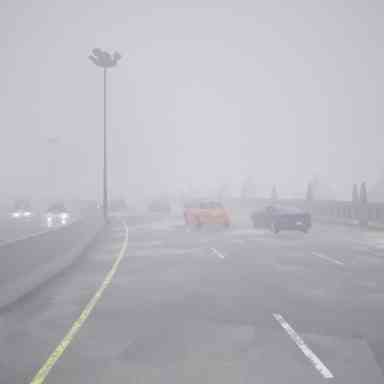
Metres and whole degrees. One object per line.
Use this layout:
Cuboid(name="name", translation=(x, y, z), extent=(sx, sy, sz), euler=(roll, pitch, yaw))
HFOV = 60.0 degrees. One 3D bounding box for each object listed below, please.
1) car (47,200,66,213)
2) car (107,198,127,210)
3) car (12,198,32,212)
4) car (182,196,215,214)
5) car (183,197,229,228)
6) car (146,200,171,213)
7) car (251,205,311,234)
Cuboid(name="car", translation=(-15.163, 1.600, 37.136), extent=(1.895, 1.301, 4.718), euler=(0, 0, -24))
Cuboid(name="car", translation=(-9.611, 1.490, 42.081), extent=(2.128, 1.511, 4.902), euler=(0, 0, -25))
Cuboid(name="car", translation=(-20.206, 1.491, 39.563), extent=(2.128, 1.511, 4.902), euler=(0, 0, -27))
Cuboid(name="car", translation=(0.577, 1.351, 35.684), extent=(2.097, 1.767, 4.553), euler=(0, 0, -19))
Cuboid(name="car", translation=(0.856, 1.355, 22.338), extent=(2.097, 1.767, 4.553), euler=(0, 0, -14))
Cuboid(name="car", translation=(-3.813, 1.562, 37.450), extent=(1.994, 1.385, 4.181), euler=(0, 0, -20))
Cuboid(name="car", translation=(5.037, 1.477, 19.491), extent=(1.882, 1.535, 5.008), euler=(0, 0, -10))
